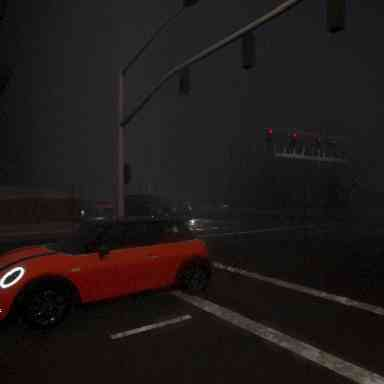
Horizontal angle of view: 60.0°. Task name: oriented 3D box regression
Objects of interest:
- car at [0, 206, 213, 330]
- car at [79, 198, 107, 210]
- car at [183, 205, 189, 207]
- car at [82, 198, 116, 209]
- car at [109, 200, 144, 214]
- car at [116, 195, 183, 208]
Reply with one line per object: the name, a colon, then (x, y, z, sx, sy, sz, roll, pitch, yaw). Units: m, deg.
car: (-1.808, 1.352, 7.028, 4.553, 1.767, 2.097, 0, 0, -36)
car: (-13.348, 1.547, 44.545, 2.033, 1.411, 5.357, 0, 0, -36)
car: (-1.901, 1.352, 28.595, 2.097, 1.767, 4.553, 0, 0, -36)
car: (-9.078, 1.478, 32.588, 1.882, 1.535, 5.008, 0, 0, -36)
car: (-7.144, 1.601, 35.894, 1.895, 1.301, 4.718, 0, 0, -36)
car: (-3.316, 1.222, 24.563, 2.150, 2.045, 5.566, 0, 0, -36)
